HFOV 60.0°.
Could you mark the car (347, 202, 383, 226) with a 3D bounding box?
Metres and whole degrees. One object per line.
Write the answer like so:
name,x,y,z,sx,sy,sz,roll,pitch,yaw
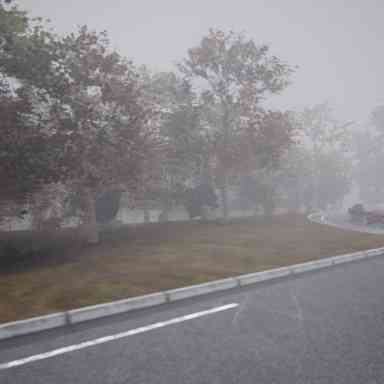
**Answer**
car,12.447,1.477,23.270,1.882,1.535,5.008,-1,0,9
